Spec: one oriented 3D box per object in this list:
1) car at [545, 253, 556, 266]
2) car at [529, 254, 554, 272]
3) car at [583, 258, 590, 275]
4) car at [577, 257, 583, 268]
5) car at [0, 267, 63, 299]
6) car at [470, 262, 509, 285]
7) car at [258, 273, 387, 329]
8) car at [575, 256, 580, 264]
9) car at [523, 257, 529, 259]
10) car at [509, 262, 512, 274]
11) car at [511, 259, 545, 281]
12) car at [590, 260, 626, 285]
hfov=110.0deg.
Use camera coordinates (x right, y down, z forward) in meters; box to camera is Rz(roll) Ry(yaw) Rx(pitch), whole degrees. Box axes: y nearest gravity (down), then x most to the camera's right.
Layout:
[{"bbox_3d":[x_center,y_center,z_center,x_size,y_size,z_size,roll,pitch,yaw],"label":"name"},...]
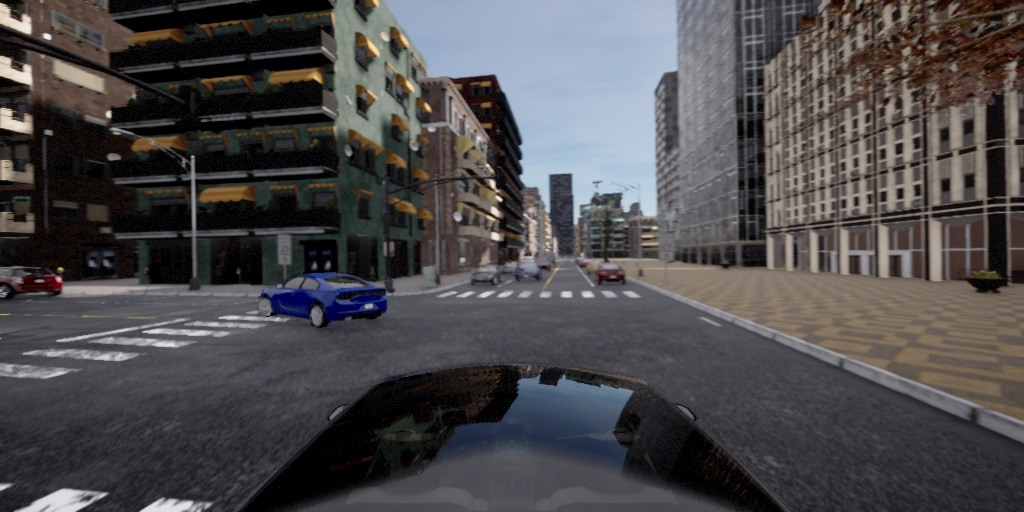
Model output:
[{"bbox_3d":[6.288,0.505,60.239,2.150,2.045,5.566,-1,0,9],"label":"car"},{"bbox_3d":[3.743,0.974,44.141,2.097,1.767,4.553,-1,0,9],"label":"car"},{"bbox_3d":[8.267,1.075,35.403,1.751,1.417,4.829,0,0,9],"label":"car"},{"bbox_3d":[10.752,1.071,51.641,1.802,1.307,4.207,0,0,9],"label":"car"},{"bbox_3d":[-25.084,1.256,17.863,4.097,1.591,1.967,0,0,8],"label":"car"},{"bbox_3d":[-1.715,1.292,25.565,2.007,1.370,4.403,0,0,9],"label":"car"},{"bbox_3d":[-6.271,1.289,11.737,5.008,1.535,1.882,1,0,32],"label":"car"},{"bbox_3d":[12.451,0.976,62.747,1.751,1.417,4.829,0,0,9],"label":"car"},{"bbox_3d":[1.633,1.097,47.441,1.967,1.591,4.097,0,0,9],"label":"car"},{"bbox_3d":[-0.041,1.248,36.503,2.007,1.370,4.403,0,0,9],"label":"car"},{"bbox_3d":[1.396,1.206,28.858,1.812,1.442,4.674,-1,0,9],"label":"car"},{"bbox_3d":[6.567,1.138,24.297,1.888,1.381,4.507,0,0,9],"label":"car"}]
